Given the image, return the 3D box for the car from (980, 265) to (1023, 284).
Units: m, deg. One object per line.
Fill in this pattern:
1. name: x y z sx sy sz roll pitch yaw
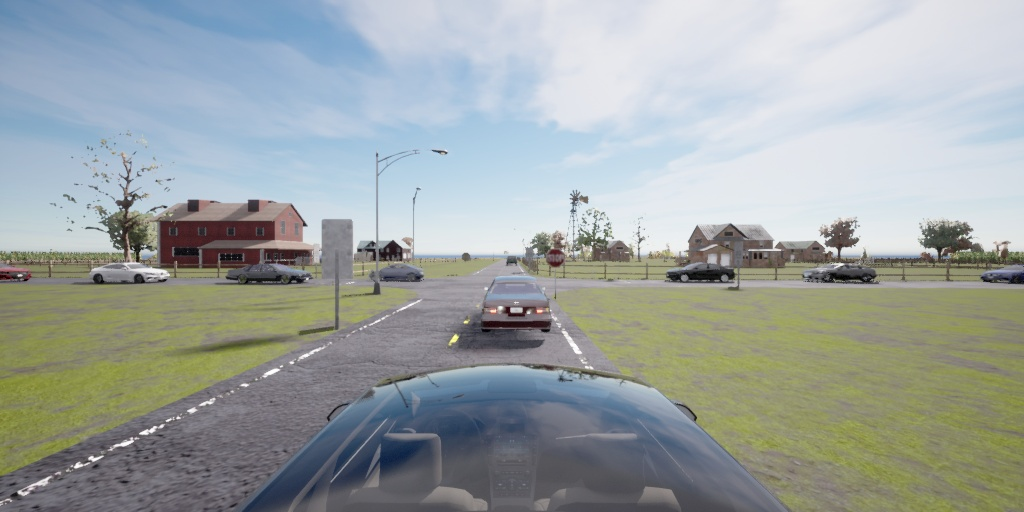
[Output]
1. car: 39.887 1.427 28.099 4.674 1.442 1.812 0 0 1

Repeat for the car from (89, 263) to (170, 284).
1. car: -27.350 1.195 25.679 4.674 1.442 1.812 0 0 1

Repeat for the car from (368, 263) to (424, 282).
1. car: -9.124 1.281 28.490 4.181 1.385 1.994 0 0 0

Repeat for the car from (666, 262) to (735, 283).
1. car: 14.809 1.272 28.312 5.008 1.535 1.882 0 0 0

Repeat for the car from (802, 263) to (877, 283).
1. car: 25.686 1.328 28.229 4.902 1.511 2.128 0 0 0

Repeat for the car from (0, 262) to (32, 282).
1. car: -37.789 1.121 25.761 5.008 1.535 1.882 0 0 1

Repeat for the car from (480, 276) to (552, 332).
1. car: 0.097 1.296 10.786 2.033 1.411 5.357 0 0 0

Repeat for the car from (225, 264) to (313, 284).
1. car: -17.255 1.245 25.598 5.357 1.411 2.033 0 0 0
